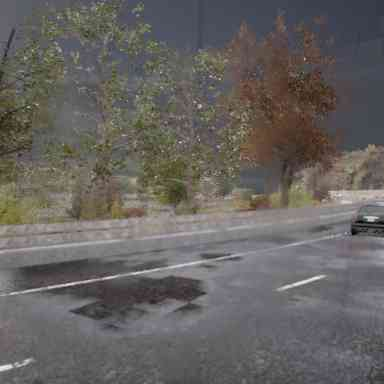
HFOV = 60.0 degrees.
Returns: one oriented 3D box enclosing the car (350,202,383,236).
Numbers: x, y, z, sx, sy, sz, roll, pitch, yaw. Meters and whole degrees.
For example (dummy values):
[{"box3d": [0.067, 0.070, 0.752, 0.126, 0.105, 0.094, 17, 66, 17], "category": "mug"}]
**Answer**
[{"box3d": [10.241, 1.380, 17.742, 2.097, 1.767, 4.553, 0, 0, 45], "category": "car"}]
